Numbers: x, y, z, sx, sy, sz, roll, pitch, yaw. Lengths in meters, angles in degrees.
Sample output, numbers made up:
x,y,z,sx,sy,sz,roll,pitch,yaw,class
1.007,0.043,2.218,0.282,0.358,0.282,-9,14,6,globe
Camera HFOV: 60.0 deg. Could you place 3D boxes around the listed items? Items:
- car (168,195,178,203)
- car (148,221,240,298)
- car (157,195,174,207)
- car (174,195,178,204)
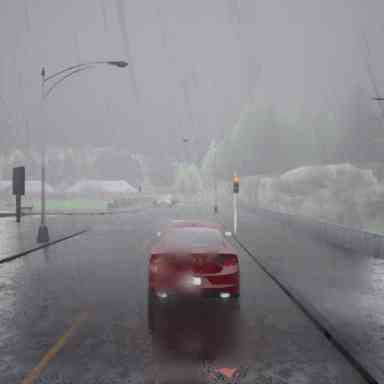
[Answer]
x,y,z,sx,sy,sz,roll,pitch,yaw,class
-4.050,1.500,70.865,1.837,1.490,4.892,0,0,0,car
0.053,1.478,8.550,1.882,1.535,5.008,0,0,0,car
-4.130,1.526,50.781,1.812,1.442,4.674,0,0,0,car
-4.123,1.526,60.699,1.812,1.442,4.674,0,0,1,car
